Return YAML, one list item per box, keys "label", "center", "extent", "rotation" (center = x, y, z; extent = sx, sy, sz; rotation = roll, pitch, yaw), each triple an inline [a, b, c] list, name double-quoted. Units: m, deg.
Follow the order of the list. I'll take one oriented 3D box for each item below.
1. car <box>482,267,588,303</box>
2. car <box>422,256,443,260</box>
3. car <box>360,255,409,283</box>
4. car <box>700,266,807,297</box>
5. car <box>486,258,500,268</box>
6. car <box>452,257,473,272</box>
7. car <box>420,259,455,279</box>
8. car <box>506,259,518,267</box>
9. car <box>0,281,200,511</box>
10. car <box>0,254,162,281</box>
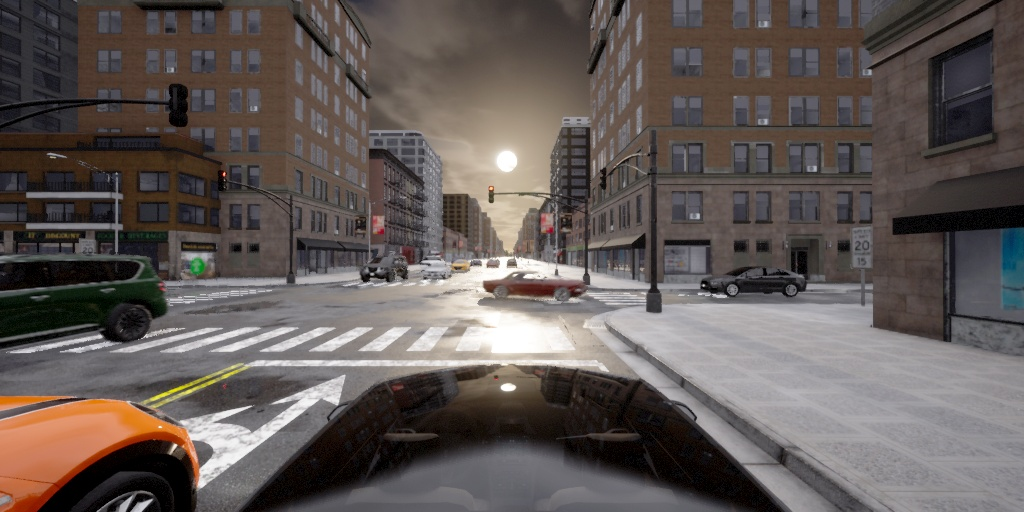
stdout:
- label: "car"
  center: [1.081, 1.352, 16.789]
  extent: [4.718, 1.301, 1.895]
  rotation: [0, 0, 23]
- label: "car"
  center: [-9.936, 0.969, 45.037]
  extent: [2.150, 2.045, 5.566]
  rotation: [0, 0, 0]
- label: "car"
  center: [-9.975, 0.972, 28.617]
  extent: [2.150, 2.045, 5.566]
  rotation: [0, 0, 2]
- label: "car"
  center: [12.423, 1.295, 18.634]
  extent: [4.892, 1.490, 1.837]
  rotation: [0, 0, 1]
- label: "car"
  center: [-3.373, 1.307, 61.942]
  extent: [1.994, 1.385, 4.181]
  rotation: [0, 0, 0]
- label: "car"
  center: [-6.687, 1.226, 46.904]
  extent: [1.882, 1.535, 5.008]
  rotation: [0, 1, 0]
- label: "car"
  center: [-6.662, 1.277, 32.271]
  extent: [1.812, 1.442, 4.674]
  rotation: [0, 0, 0]
- label: "car"
  center: [-0.024, 1.248, 63.081]
  extent: [1.837, 1.490, 4.892]
  rotation: [0, 0, 0]
- label: "car"
  center: [-3.237, 1.102, 0.595]
  extent: [2.097, 1.767, 4.553]
  rotation: [0, 0, 0]
- label: "car"
  center: [-9.858, 0.973, 6.793]
  extent: [2.150, 2.045, 5.566]
  rotation: [0, 0, 0]
